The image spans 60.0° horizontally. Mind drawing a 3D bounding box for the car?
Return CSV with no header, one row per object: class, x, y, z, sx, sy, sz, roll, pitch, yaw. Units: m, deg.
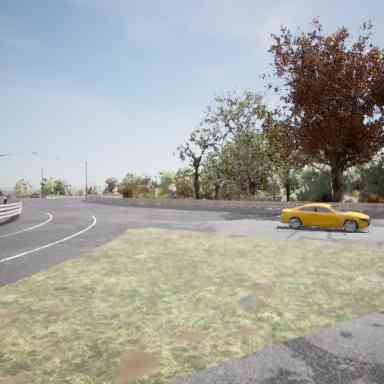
car,7.908,1.468,20.076,5.008,1.535,1.882,0,0,33
